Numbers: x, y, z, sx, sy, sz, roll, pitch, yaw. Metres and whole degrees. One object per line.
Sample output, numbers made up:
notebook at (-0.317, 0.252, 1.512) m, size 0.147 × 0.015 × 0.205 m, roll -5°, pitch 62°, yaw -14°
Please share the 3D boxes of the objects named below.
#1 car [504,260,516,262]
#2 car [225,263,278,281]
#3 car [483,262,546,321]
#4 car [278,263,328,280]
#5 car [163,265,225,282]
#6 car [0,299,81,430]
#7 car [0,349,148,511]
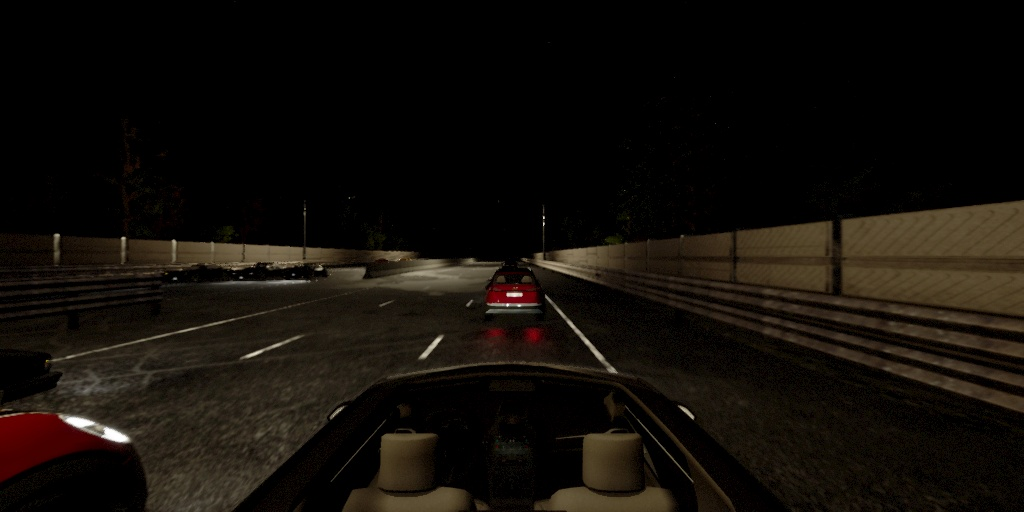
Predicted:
car at (-0.240, 1.264, 43.138) m, size 1.837 × 1.490 × 4.892 m, roll 0°, pitch 0°, yaw -1°
car at (-21.283, 1.305, 30.796) m, size 2.033 × 1.411 × 5.357 m, roll 0°, pitch 0°, yaw -1°
car at (0.065, 1.183, 12.583) m, size 2.033 × 1.649 × 4.856 m, roll 0°, pitch 0°, yaw 0°
car at (-17.784, 1.322, 31.130) m, size 1.994 × 1.385 × 4.181 m, roll 0°, pitch 0°, yaw -1°
car at (-24.756, 1.359, 28.539) m, size 1.895 × 1.301 × 4.718 m, roll 0°, pitch 0°, yaw -1°
car at (-6.902, 1.299, 2.220) m, size 2.033 × 1.411 × 5.357 m, roll 0°, pitch 0°, yaw 0°
car at (-3.406, 1.102, 0.395) m, size 2.097 × 1.767 × 4.553 m, roll 0°, pitch 0°, yaw 0°
